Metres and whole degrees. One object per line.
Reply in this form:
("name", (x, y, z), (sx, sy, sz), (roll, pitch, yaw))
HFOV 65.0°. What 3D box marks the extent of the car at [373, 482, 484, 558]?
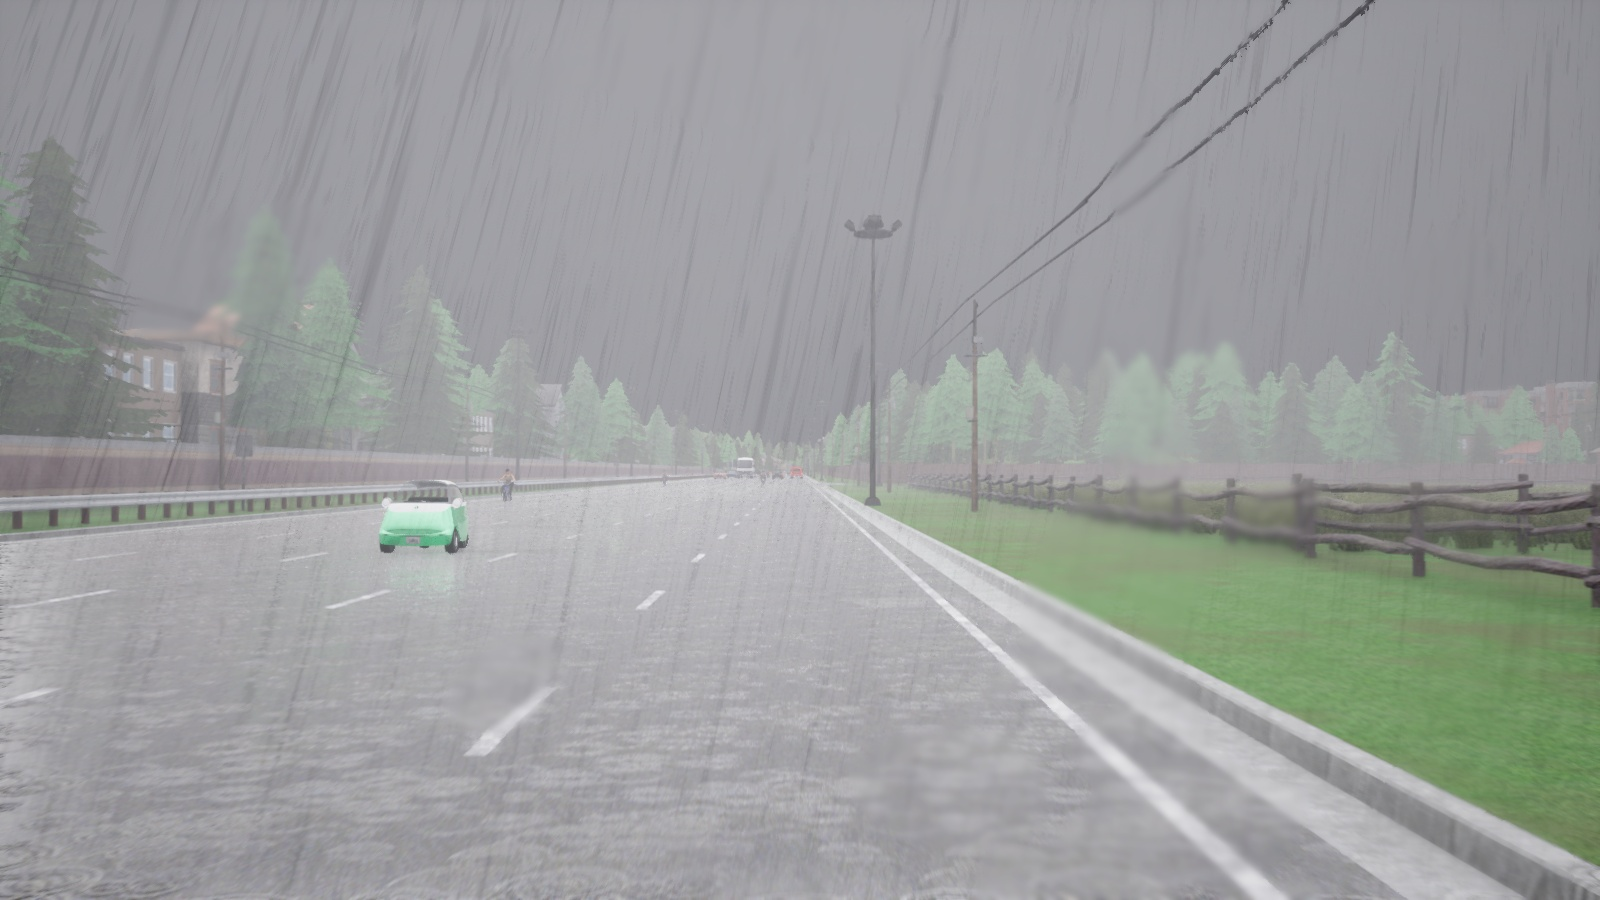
("car", (-7.058, 1.299, 24.029), (1.481, 1.376, 2.207), (0, -1, 0))
